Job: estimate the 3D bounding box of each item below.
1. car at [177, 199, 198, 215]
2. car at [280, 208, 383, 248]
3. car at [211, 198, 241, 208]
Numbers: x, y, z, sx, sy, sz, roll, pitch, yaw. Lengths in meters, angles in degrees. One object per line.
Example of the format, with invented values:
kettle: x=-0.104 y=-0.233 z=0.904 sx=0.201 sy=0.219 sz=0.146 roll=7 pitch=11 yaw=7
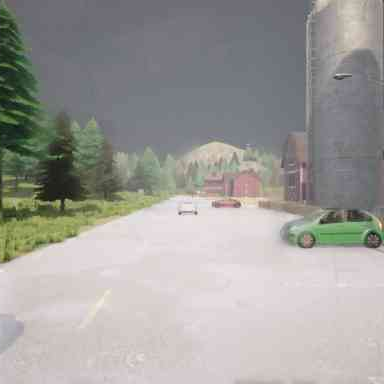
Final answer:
car: x=-0.419 y=1.526 z=34.039 sx=1.812 sy=1.442 sz=4.674 roll=0 pitch=0 yaw=-1
car: x=5.824 y=1.483 z=14.099 sx=3.988 sy=1.617 sz=1.851 roll=0 pitch=0 yaw=-1
car: x=4.833 y=1.550 z=47.096 sx=4.181 sy=1.381 sz=1.994 roll=0 pitch=0 yaw=-1
